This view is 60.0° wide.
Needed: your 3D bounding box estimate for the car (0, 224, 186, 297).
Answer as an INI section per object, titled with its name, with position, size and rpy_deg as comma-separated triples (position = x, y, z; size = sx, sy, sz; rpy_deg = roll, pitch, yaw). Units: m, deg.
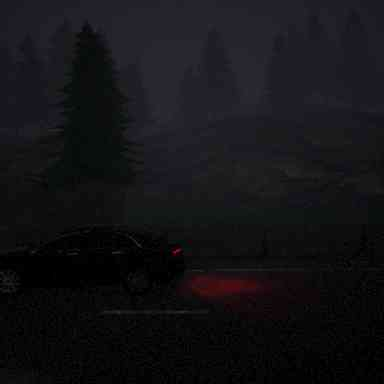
[car]
position = -2.591, 1.594, 8.252
size = 4.892, 1.490, 1.837
rpy_deg = -1, 0, 1
